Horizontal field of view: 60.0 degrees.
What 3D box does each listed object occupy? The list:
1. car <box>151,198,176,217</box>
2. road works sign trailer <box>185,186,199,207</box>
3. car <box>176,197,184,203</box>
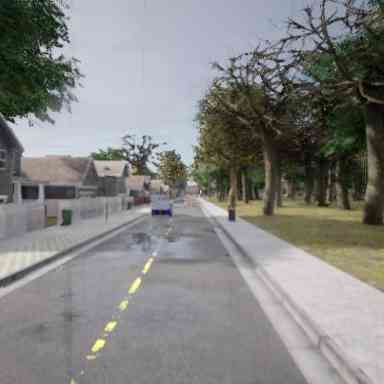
[{"bbox_3d":[-2.839,1.589,32.335,1.882,1.535,5.008,0,0,0],"label":"car"},{"bbox_3d":[0.007,0.667,55.412,2.380,3.560,2.880,0,0,0],"label":"road works sign trailer"},{"bbox_3d":[-2.741,1.773,72.909,1.994,1.385,4.181,0,0,0],"label":"car"}]
